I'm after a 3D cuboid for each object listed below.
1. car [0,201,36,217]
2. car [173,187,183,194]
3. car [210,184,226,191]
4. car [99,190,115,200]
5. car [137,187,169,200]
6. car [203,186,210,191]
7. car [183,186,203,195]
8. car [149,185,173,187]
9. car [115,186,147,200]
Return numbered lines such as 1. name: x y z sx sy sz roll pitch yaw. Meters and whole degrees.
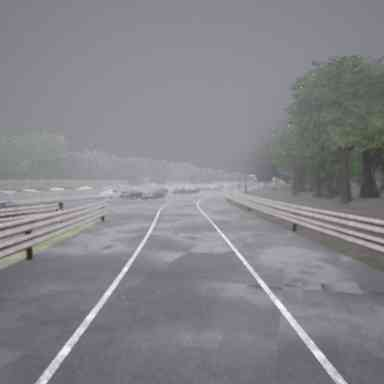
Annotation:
1. car: -12.837 1.299 22.920 1.994 1.385 4.181 0 2 17
2. car: -2.500 -0.340 70.048 1.812 1.442 4.674 0 2 17
3. car: 7.122 -1.037 90.164 2.033 1.411 5.357 0 2 17
4. car: -12.129 0.374 49.903 1.812 1.442 4.674 0 2 17
5. car: -5.419 0.414 47.911 2.033 1.411 5.357 0 2 17
6. car: 4.342 -1.100 93.101 1.994 1.385 4.181 0 2 17
7. car: 0.287 -0.265 67.136 1.812 1.442 4.674 0 2 17
8. car: -6.424 -0.261 69.126 2.033 1.411 5.357 0 2 17
9. car: -8.773 0.349 48.913 2.128 1.511 4.902 0 2 17
